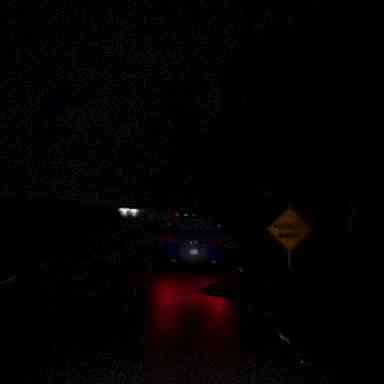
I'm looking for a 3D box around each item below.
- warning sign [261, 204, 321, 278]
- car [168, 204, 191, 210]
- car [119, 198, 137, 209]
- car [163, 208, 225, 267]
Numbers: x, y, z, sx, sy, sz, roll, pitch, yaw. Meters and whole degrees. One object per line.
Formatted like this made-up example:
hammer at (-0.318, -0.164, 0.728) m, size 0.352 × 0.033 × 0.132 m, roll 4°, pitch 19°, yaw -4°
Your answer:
warning sign at (2.663, 1.292, 9.112) m, size 1.300 × 1.860 × 1.060 m, roll 1°, pitch -1°, yaw 0°
car at (-0.810, 1.677, 25.977) m, size 2.033 × 1.411 × 5.357 m, roll 2°, pitch 0°, yaw -7°
car at (-8.545, 1.469, 44.232) m, size 1.994 × 1.385 × 4.181 m, roll 3°, pitch 0°, yaw -20°
car at (0.057, 1.575, 11.980) m, size 1.882 × 1.535 × 5.008 m, roll 2°, pitch 0°, yaw 0°
